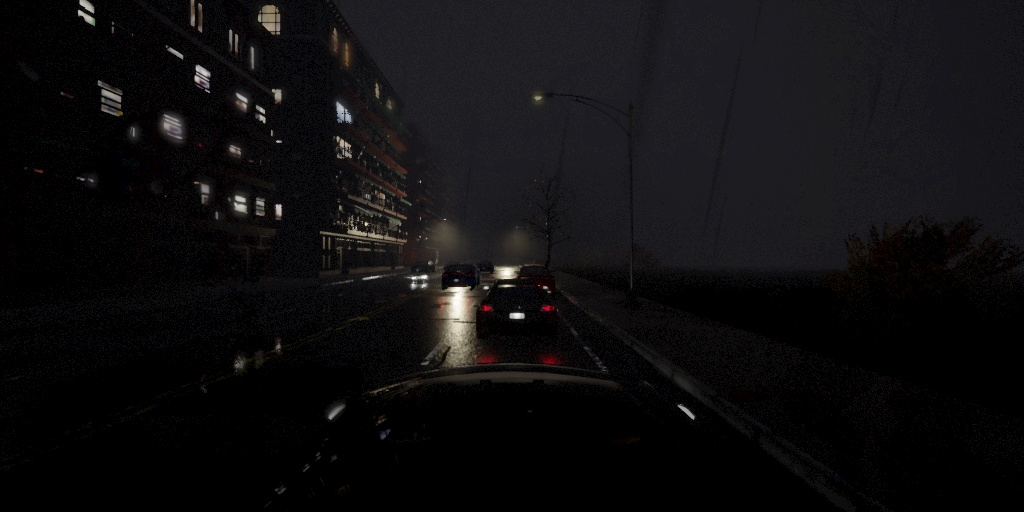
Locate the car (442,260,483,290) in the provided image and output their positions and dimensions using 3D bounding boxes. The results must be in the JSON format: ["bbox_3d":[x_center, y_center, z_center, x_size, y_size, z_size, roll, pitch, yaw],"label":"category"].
[{"bbox_3d":[-3.132,1.230,22.651,1.882,1.535,5.008,0,0,0],"label":"car"}]

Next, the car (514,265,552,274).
[{"bbox_3d":[1.152,1.230,18.985,1.882,1.535,5.008,0,0,0],"label":"car"}]

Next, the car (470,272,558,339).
[{"bbox_3d":[0.109,1.315,10.065,1.994,1.385,4.181,0,0,0],"label":"car"}]

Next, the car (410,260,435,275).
[{"bbox_3d":[-9.817,1.243,39.765,2.128,1.511,4.902,0,0,0],"label":"car"}]

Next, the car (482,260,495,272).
[{"bbox_3d":[-3.113,1.229,42.408,1.882,1.535,5.008,0,0,0],"label":"car"}]
